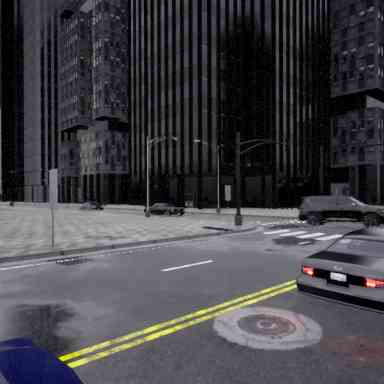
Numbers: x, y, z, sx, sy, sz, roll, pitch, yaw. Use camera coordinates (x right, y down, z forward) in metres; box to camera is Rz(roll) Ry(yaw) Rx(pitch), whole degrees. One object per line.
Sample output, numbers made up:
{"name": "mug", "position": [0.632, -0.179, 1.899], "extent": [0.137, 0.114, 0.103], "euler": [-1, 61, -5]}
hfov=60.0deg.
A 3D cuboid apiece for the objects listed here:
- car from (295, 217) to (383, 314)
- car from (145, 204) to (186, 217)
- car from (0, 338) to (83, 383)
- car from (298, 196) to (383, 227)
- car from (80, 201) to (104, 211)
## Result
{"name": "car", "position": [4.447, 1.547, 7.552], "extent": [5.357, 1.411, 2.033], "euler": [0, 0, -42]}
{"name": "car", "position": [-2.751, 1.840, 33.836], "extent": [1.895, 1.301, 4.718], "euler": [0, 0, -42]}
{"name": "car", "position": [-2.631, 1.601, 1.188], "extent": [4.718, 1.301, 1.895], "euler": [0, 0, -42]}
{"name": "car", "position": [9.819, 1.250, 21.795], "extent": [5.566, 2.045, 2.150], "euler": [-1, 0, 33]}
{"name": "car", "position": [-13.958, 1.978, 46.350], "extent": [1.994, 1.385, 4.181], "euler": [0, 0, -41]}
